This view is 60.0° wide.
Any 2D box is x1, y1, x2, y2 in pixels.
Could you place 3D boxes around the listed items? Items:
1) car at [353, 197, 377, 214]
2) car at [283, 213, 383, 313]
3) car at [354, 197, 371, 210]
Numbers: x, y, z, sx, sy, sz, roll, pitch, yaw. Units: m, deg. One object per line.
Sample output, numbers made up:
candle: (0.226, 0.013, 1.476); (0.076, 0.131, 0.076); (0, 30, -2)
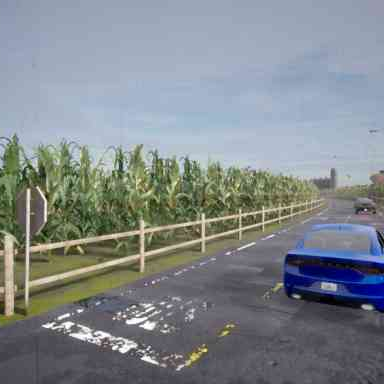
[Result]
car: (18.307, 1.508, 35.154); (1.837, 1.490, 4.892); (0, 0, 27)
car: (3.614, 1.479, 7.875); (1.882, 1.535, 5.008); (0, 0, 30)
car: (22.673, 1.505, 44.343); (1.837, 1.490, 4.892); (0, 0, 24)
